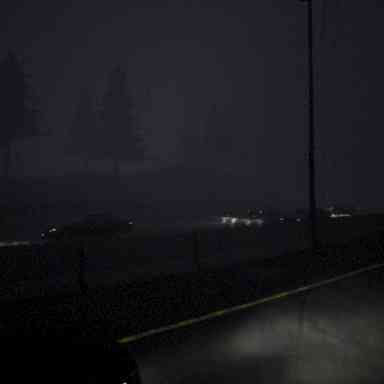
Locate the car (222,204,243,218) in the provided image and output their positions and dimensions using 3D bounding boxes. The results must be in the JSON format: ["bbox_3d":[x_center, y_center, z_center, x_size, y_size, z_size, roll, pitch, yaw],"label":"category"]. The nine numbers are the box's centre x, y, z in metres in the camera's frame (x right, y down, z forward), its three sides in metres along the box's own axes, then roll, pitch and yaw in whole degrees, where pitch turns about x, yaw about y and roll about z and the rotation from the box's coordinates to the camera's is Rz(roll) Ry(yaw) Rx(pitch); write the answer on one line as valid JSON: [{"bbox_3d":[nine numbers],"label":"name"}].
[{"bbox_3d":[5.594,2.016,36.817,2.033,1.411,5.357,-1,-1,44],"label":"car"}]

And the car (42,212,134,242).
[{"bbox_3d":[-5.350,1.806,17.502,4.674,1.442,1.812,0,-1,-37],"label":"car"}]

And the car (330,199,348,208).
[{"bbox_3d":[28.270,2.153,63.850,1.882,1.535,5.008,-1,-1,40],"label":"car"}]

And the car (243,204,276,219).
[{"bbox_3d":[7.553,2.015,33.823,1.895,1.301,4.718,-1,-1,44],"label":"car"}]

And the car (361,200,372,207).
[{"bbox_3d":[33.568,2.189,64.741,2.033,1.411,5.357,-1,-1,40],"label":"car"}]

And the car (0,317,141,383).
[{"bbox_3d":[-2.658,1.543,1.956,4.902,1.511,2.128,0,-1,-35],"label":"car"}]

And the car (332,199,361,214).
[{"bbox_3d":[19.424,1.969,42.032,1.812,1.442,4.674,-1,-1,40],"label":"car"}]

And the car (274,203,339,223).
[{"bbox_3d":[8.707,1.834,25.078,5.357,1.411,2.033,0,-1,-44],"label":"car"}]
